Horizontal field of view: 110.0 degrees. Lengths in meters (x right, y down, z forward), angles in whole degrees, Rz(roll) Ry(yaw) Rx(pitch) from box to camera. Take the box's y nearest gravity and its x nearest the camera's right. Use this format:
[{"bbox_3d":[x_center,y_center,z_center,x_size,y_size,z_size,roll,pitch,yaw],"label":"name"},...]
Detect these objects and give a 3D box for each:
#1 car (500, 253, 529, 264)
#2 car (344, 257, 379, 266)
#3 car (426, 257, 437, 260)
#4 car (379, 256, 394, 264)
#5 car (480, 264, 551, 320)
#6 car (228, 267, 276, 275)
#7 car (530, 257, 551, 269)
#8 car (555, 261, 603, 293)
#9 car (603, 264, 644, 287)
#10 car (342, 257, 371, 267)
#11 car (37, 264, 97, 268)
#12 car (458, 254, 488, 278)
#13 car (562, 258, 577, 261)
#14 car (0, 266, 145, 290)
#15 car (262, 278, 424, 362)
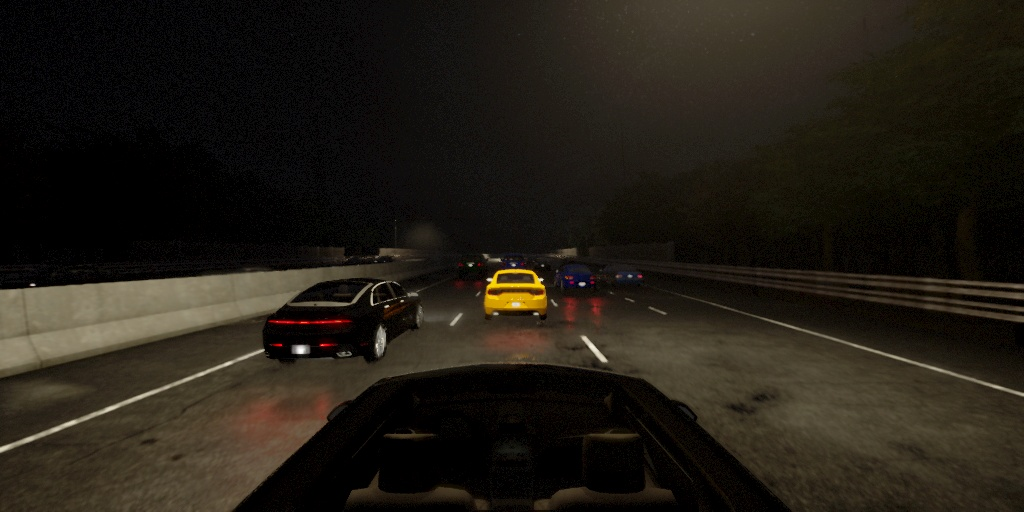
[{"bbox_3d":[0.142,0.819,32.029,2.150,2.045,5.566,0,1,0],"label":"car"},{"bbox_3d":[-17.535,1.094,41.372,1.895,1.301,4.718,0,1,0],"label":"car"},{"bbox_3d":[-13.946,0.842,61.431,1.895,1.301,4.718,0,1,1],"label":"car"},{"bbox_3d":[-20.948,0.775,59.158,1.837,1.490,4.892,0,1,1],"label":"car"},{"bbox_3d":[0.115,1.210,12.680,1.882,1.535,5.008,0,0,0],"label":"car"},{"bbox_3d":[-14.076,1.300,19.222,1.895,1.301,4.718,0,0,0],"label":"car"},{"bbox_3d":[3.560,1.039,43.466,1.994,1.385,4.181,0,1,0],"label":"car"},{"bbox_3d":[3.525,1.223,20.259,1.812,1.442,4.674,0,0,0],"label":"car"},{"bbox_3d":[7.027,1.223,23.691,2.033,1.411,5.357,0,0,1],"label":"car"},{"bbox_3d":[-24.452,0.852,56.617,2.033,1.411,5.357,0,1,1],"label":"car"},{"bbox_3d":[-24.424,1.200,19.427,1.837,1.490,4.892,0,0,-1],"label":"car"},{"bbox_3d":[-3.358,0.822,31.656,2.150,2.045,5.566,0,1,0],"label":"car"},{"bbox_3d":[7.155,0.961,45.119,1.837,1.490,4.892,0,1,0],"label":"car"},{"bbox_3d":[-21.080,1.308,17.375,1.895,1.301,4.718,0,0,0],"label":"car"},{"bbox_3d":[-3.390,1.248,8.177,1.837,1.490,4.892,0,0,0],"label":"car"}]
